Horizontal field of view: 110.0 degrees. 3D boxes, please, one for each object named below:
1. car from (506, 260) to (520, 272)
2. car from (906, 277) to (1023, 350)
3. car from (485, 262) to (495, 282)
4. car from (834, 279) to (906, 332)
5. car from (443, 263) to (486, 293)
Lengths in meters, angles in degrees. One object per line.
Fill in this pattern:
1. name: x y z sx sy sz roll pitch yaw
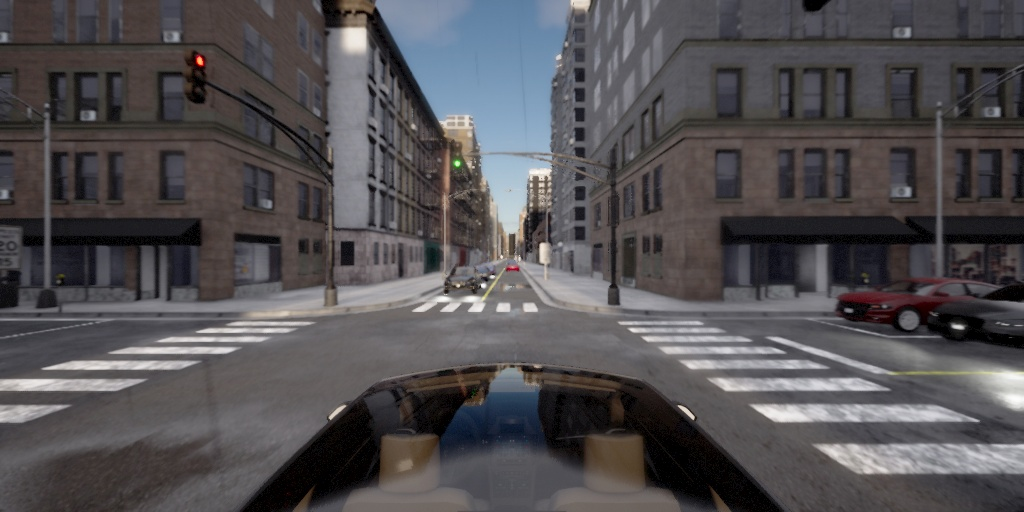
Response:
1. car: 0.112 1.545 52.348 1.994 1.385 4.181 0 0 -1
2. car: 11.877 1.255 7.601 4.892 1.490 1.837 0 0 0
3. car: -2.849 1.431 31.281 2.033 1.411 5.357 0 0 0
4. car: 11.771 1.294 10.142 4.507 1.381 1.888 0 0 0
5. car: -2.850 1.343 21.484 1.837 1.490 4.892 0 0 0
